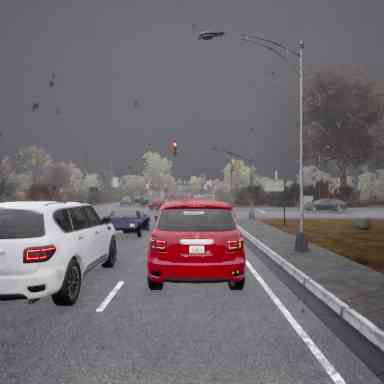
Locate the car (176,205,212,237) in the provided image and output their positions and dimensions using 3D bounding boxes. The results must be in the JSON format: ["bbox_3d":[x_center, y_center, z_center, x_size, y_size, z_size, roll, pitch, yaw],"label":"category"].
[{"bbox_3d":[0.090,1.526,18.911,1.812,1.442,4.674,0,0,0],"label":"car"}]

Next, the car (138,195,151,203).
[{"bbox_3d":[-10.543,1.525,74.536,2.128,1.511,4.902,0,0,0],"label":"car"}]

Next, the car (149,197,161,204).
[{"bbox_3d":[-7.086,1.601,64.150,1.895,1.301,4.718,0,0,0],"label":"car"}]

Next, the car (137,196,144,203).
[{"bbox_3d":[-7.113,1.547,54.557,2.033,1.411,5.357,0,0,0],"label":"car"}]

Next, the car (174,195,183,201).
[{"bbox_3d":[-3.546,1.517,86.039,2.128,1.511,4.902,0,0,0],"label":"car"}]

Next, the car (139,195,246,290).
[{"bbox_3d":[0.092,1.221,9.217,2.150,2.045,5.566,0,0,0],"label":"car"}]

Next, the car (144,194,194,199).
[{"bbox_3d":[-2.279,1.221,38.466,5.566,2.045,2.150,0,0,3],"label":"car"}]

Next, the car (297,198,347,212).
[{"bbox_3d":[14.874,1.505,37.512,4.892,1.490,1.837,0,0,3],"label":"car"}]

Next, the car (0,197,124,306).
[{"bbox_3d":[-3.405,1.221,8.157,2.150,2.045,5.566,0,0,0],"label":"car"}]

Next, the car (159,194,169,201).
[{"bbox_3d":[-7.047,1.355,84.217,2.097,1.767,4.553,0,0,0],"label":"car"}]

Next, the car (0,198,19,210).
[{"bbox_3d":[-25.748,1.547,43.287,5.357,1.411,2.033,0,0,3],"label":"car"}]

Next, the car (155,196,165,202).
[{"bbox_3d":[-7.043,1.595,74.029,1.895,1.301,4.718,0,0,0],"label":"car"}]

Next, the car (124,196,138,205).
[{"bbox_3d":[-10.618,1.505,54.951,1.837,1.490,4.892,0,0,0],"label":"car"}]

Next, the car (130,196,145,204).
[{"bbox_3d":[-10.576,1.547,64.694,2.033,1.411,5.357,0,0,1],"label":"car"}]

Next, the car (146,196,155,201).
[{"bbox_3d":[-10.547,1.595,84.582,1.895,1.301,4.718,0,0,0],"label":"car"}]

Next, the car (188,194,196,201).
[{"bbox_3d":[-0.045,1.348,86.427,2.097,1.767,4.553,0,0,0],"label":"car"}]

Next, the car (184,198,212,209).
[{"bbox_3d":[0.777,1.564,46.299,1.994,1.385,4.181,0,0,-30],"label":"car"}]

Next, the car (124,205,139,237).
[{"bbox_3d":[-3.410,1.601,17.925,1.895,1.301,4.718,0,0,0],"label":"car"}]
